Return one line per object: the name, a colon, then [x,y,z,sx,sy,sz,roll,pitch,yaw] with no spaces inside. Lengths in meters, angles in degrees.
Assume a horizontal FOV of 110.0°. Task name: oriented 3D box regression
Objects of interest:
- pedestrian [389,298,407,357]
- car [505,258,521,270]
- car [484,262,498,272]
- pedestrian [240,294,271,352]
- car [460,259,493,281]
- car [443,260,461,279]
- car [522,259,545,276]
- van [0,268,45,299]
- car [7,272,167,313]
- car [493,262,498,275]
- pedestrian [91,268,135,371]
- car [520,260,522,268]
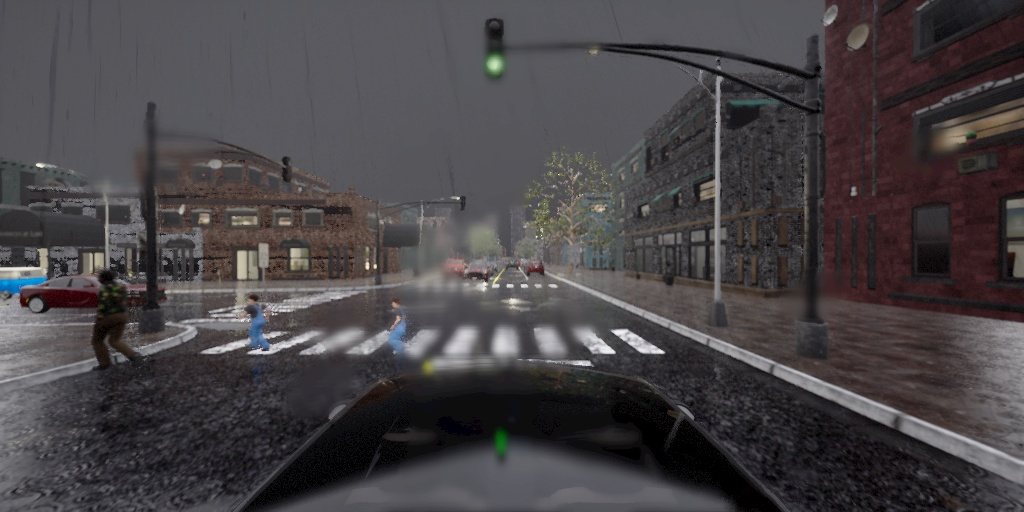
pedestrian: [-2.230,1.371,7.227,0.375,1.300,0.375,-1,0,0]
car: [0.027,1.384,62.198,2.150,2.045,5.566,0,0,0]
car: [-3.065,1.610,53.815,1.837,1.490,4.892,0,0,0]
pedestrian: [-5.445,1.373,7.691,0.375,1.300,0.375,-1,0,0]
car: [-3.082,1.311,32.234,2.097,1.767,4.553,0,0,0]
car: [-5.670,1.303,36.593,2.192,1.841,5.009,0,0,0]
car: [2.713,1.341,42.133,2.192,1.841,5.009,0,0,0]
van: [-30.288,1.596,21.285,3.998,1.789,1.690,0,0,-1]
car: [-18.053,1.573,15.622,5.008,1.535,1.882,-1,0,-1]
car: [-3.076,1.519,42.388,2.128,1.511,4.902,0,0,0]
pedestrian: [-7.107,1.076,6.335,0.375,1.860,0.375,-1,0,0]
car: [2.720,1.689,58.765,2.007,1.370,4.403,0,0,0]
